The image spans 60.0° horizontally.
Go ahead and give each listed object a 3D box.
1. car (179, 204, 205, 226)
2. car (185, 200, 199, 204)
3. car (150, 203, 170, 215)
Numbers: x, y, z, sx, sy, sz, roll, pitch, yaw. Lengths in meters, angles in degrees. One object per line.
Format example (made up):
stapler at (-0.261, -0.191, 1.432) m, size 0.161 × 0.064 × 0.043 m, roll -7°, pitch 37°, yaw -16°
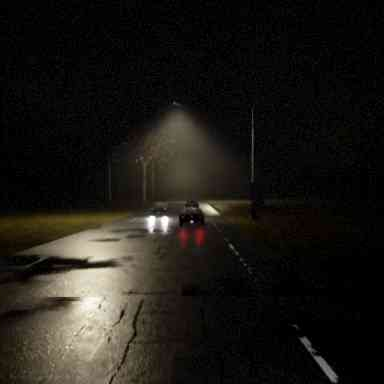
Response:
car at (0.003, 1.851, 26.079) m, size 1.895 × 1.301 × 4.718 m, roll 0°, pitch 0°, yaw 0°
car at (0.029, 1.802, 44.621) m, size 1.837 × 1.490 × 4.892 m, roll 0°, pitch 0°, yaw 0°
car at (-3.563, 1.898, 37.787) m, size 1.895 × 1.301 × 4.718 m, roll 0°, pitch 0°, yaw 0°
